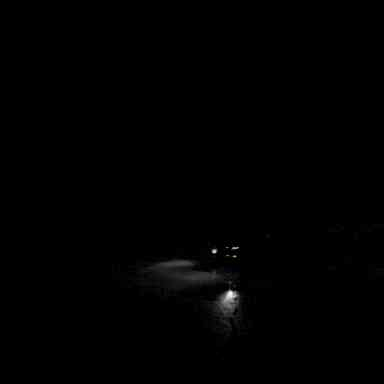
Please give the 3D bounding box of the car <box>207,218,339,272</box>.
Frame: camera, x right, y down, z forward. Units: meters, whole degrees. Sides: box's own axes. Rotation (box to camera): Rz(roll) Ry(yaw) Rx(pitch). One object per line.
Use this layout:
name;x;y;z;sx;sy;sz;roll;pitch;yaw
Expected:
car;2.832;1.681;11.357;4.892;1.490;1.837;3;-3;-27
